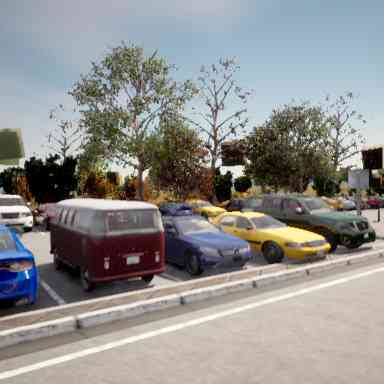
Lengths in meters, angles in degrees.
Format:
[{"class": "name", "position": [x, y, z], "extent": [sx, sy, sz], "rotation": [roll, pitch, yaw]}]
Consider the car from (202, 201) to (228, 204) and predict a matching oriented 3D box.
[{"class": "car", "position": [0.681, 1.398, 26.938], "extent": [1.946, 1.575, 5.366], "rotation": [0, 0, -36]}]

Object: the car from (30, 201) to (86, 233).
[{"class": "car", "position": [-8.459, 1.427, 20.634], "extent": [2.097, 1.535, 5.008], "rotation": [0, 0, -36]}]

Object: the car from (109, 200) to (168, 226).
[{"class": "car", "position": [-3.945, 1.415, 23.865], "extent": [2.231, 1.521, 4.892], "rotation": [0, 0, -36]}]

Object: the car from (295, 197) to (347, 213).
[{"class": "car", "position": [14.122, 1.363, 36.775], "extent": [2.097, 1.535, 5.008], "rotation": [0, 0, -36]}]

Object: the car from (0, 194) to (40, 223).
[{"class": "car", "position": [-10.698, 1.182, 18.991], "extent": [2.435, 2.045, 5.566], "rotation": [0, 0, -36]}]

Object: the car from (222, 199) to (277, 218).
[{"class": "car", "position": [5.106, 1.418, 30.296], "extent": [2.163, 1.488, 4.792], "rotation": [0, 0, -36]}]

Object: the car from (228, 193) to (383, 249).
[{"class": "car", "position": [4.392, 1.164, 13.705], "extent": [2.435, 2.045, 5.566], "rotation": [0, 0, -36]}]

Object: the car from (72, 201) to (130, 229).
[{"class": "car", "position": [-6.202, 1.420, 22.249], "extent": [2.097, 1.535, 5.008], "rotation": [0, 0, -36]}]

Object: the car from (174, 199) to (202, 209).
[{"class": "car", "position": [-1.701, 1.437, 25.498], "extent": [2.163, 1.488, 4.792], "rotation": [0, 0, -36]}]

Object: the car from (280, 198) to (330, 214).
[{"class": "car", "position": [11.862, 1.409, 35.160], "extent": [2.002, 1.452, 4.674], "rotation": [0, 0, -36]}]

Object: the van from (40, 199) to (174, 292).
[{"class": "van", "position": [-2.532, 1.210, 8.930], "extent": [1.878, 1.987, 4.442], "rotation": [0, 0, -36]}]

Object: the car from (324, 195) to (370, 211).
[{"class": "car", "position": [18.615, 1.226, 40.034], "extent": [2.185, 1.767, 4.553], "rotation": [0, 0, -36]}]

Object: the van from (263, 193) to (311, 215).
[{"class": "van", "position": [9.535, 1.149, 33.643], "extent": [1.878, 1.987, 4.442], "rotation": [0, 0, -36]}]

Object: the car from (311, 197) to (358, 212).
[{"class": "car", "position": [16.377, 1.397, 38.392], "extent": [2.002, 1.452, 4.674], "rotation": [0, 0, -36]}]

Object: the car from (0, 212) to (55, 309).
[{"class": "car", "position": [-4.741, 1.442, 7.200], "extent": [2.097, 1.535, 5.008], "rotation": [0, 0, -36]}]

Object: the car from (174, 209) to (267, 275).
[{"class": "car", "position": [-0.185, 1.469, 10.468], "extent": [2.002, 1.452, 4.674], "rotation": [0, 0, -36]}]

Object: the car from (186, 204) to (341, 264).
[{"class": "car", "position": [2.204, 1.419, 11.946], "extent": [1.946, 1.575, 5.366], "rotation": [0, 0, -36]}]
